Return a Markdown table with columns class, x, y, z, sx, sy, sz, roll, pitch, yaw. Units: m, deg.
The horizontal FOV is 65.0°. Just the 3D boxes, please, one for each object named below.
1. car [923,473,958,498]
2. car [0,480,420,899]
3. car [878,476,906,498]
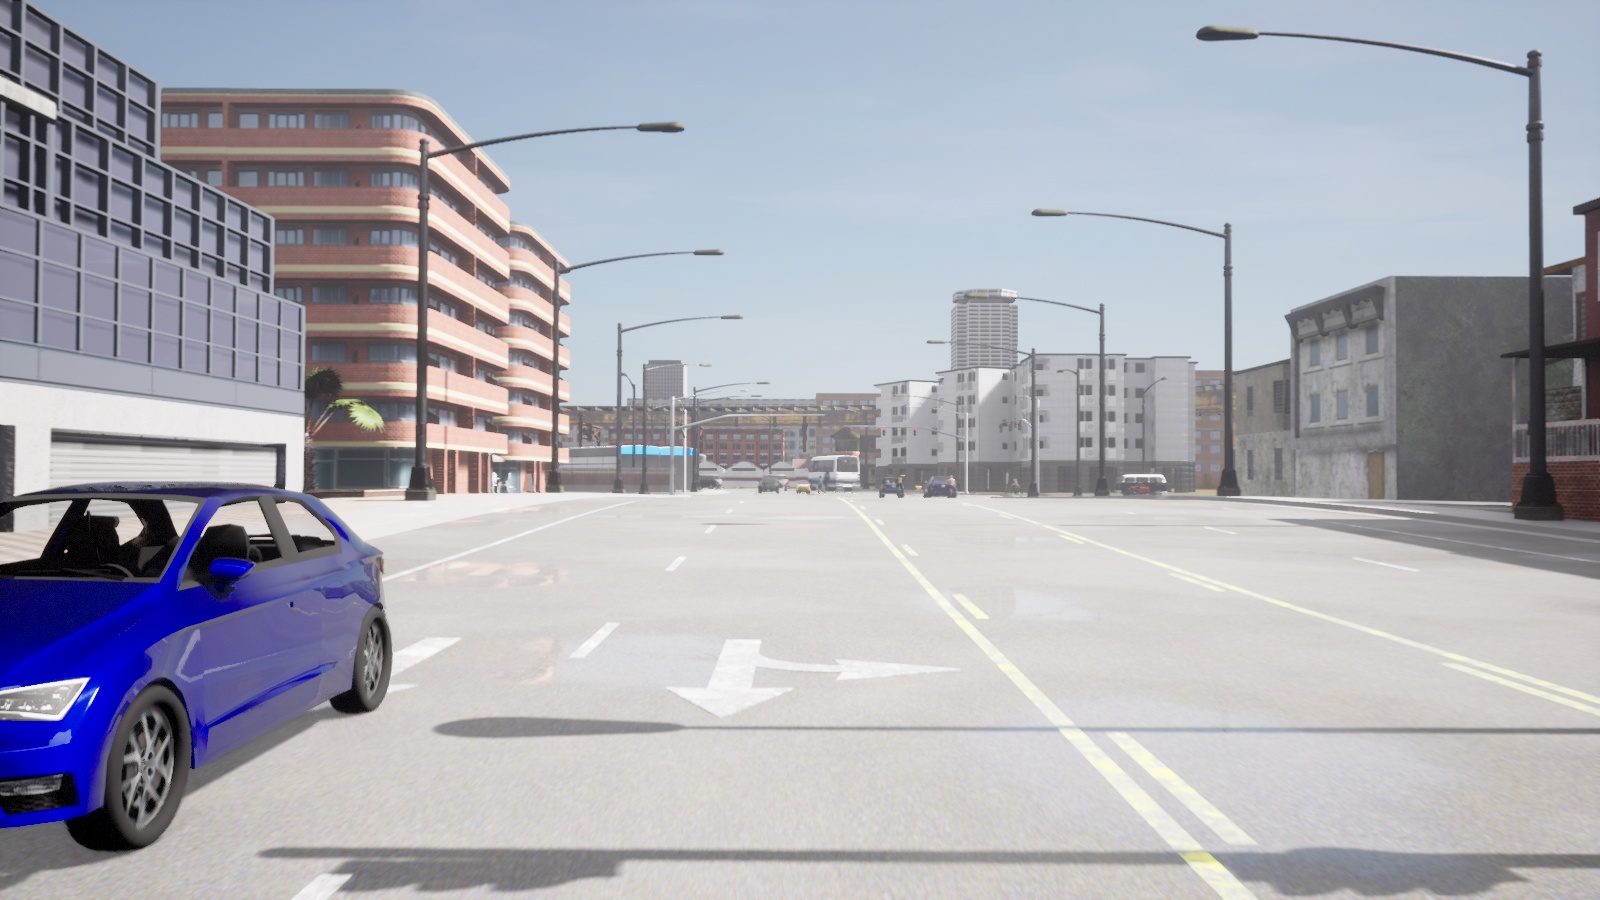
| class | x | y | z | sx | sy | sz | roll | pitch | yaw |
| --- | --- | --- | --- | --- | --- | --- | --- | --- | --- |
| car | 10.281 | 2.593 | 92.250 | 2.097 | 1.767 | 4.553 | 0 | -2 | 0 |
| car | -3.516 | 0.939 | 6.519 | 1.816 | 1.474 | 4.193 | 0 | 0 | 0 |
| car | 6.781 | 2.736 | 92.588 | 1.789 | 1.549 | 3.705 | 0 | -2 | 0 |
